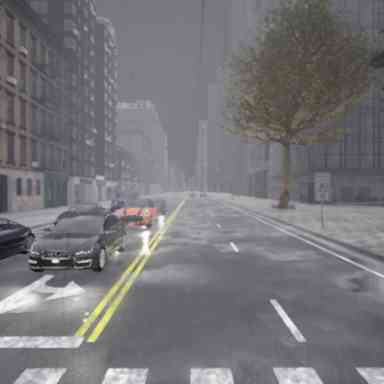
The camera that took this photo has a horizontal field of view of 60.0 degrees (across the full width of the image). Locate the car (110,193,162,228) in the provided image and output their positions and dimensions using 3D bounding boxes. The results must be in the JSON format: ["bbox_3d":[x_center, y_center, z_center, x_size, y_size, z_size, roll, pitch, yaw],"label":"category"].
[{"bbox_3d":[-3.339,1.182,20.706,2.097,1.767,4.553,0,1,0],"label":"car"}]

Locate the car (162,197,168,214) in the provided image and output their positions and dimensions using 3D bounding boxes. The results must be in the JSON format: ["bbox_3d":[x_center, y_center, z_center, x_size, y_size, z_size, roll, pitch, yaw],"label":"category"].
[{"bbox_3d":[-3.326,1.244,30.959,1.837,1.490,4.892,0,1,0],"label":"car"}]

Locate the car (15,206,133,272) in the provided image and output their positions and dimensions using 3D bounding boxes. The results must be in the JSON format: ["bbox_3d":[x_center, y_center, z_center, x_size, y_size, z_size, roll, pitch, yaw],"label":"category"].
[{"bbox_3d":[-3.345,1.426,10.609,1.837,1.490,4.892,0,1,0],"label":"car"}]

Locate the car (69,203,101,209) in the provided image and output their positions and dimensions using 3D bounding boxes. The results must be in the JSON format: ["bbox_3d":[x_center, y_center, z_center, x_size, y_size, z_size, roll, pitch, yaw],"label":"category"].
[{"bbox_3d":[-6.592,1.392,20.565,2.033,1.411,5.357,0,1,0],"label":"car"}]

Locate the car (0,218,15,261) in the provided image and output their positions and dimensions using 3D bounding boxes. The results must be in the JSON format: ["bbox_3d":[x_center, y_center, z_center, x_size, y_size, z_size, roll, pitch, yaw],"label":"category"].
[{"bbox_3d":[-6.598,1.501,10.253,1.994,1.385,4.181,0,1,0],"label":"car"}]

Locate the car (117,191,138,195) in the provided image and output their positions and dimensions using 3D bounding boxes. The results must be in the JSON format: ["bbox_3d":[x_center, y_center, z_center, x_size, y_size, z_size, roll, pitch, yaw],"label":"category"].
[{"bbox_3d":[-6.567,0.953,33.480,2.150,2.045,5.566,0,0,0],"label":"car"}]
